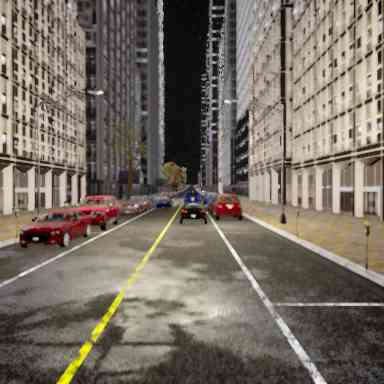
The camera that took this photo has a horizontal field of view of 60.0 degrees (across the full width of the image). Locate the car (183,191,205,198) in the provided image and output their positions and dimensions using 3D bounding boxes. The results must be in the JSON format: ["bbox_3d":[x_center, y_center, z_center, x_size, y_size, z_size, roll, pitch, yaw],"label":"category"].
[{"bbox_3d":[0.089,0.940,41.084,2.150,2.045,5.566,0,1,0],"label":"car"}]

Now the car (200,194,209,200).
[{"bbox_3d":[2.667,1.060,71.358,1.802,1.307,4.206,0,1,0],"label":"car"}]

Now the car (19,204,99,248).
[{"bbox_3d":[-5.697,1.452,14.374,1.887,1.381,4.507,0,0,0],"label":"car"}]

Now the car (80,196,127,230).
[{"bbox_3d":[-5.700,1.183,20.071,2.192,1.841,5.009,0,0,0],"label":"car"}]

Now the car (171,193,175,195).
[{"bbox_3d":[-5.717,0.945,82.753,1.947,1.339,4.313,0,1,0],"label":"car"}]

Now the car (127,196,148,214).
[{"bbox_3d":[-5.703,1.228,31.468,1.967,1.590,4.097,0,0,0],"label":"car"}]

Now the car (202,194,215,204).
[{"bbox_3d":[2.672,1.142,54.431,1.752,1.417,4.829,0,0,0],"label":"car"}]

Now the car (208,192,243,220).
[{"bbox_3d":[2.679,1.143,25.769,2.192,1.841,5.009,0,0,0],"label":"car"}]

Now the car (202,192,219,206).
[{"bbox_3d":[2.673,0.976,48.562,2.192,1.841,5.009,0,0,0],"label":"car"}]

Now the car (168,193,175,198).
[{"bbox_3d":[-5.720,0.859,94.150,1.802,1.307,4.206,0,1,0],"label":"car"}]

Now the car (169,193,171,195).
[{"bbox_3d":[-5.713,0.967,65.659,1.967,1.590,4.097,0,0,0],"label":"car"}]

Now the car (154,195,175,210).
[{"bbox_3d":[-3.108,1.337,38.516,1.895,1.301,4.718,0,0,0],"label":"car"}]

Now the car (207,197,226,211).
[{"bbox_3d":[2.676,1.270,37.337,1.752,1.417,4.829,0,0,0],"label":"car"}]

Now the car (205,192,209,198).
[{"bbox_3d":[2.677,1.103,31.467,2.192,1.841,5.009,0,0,0],"label":"car"}]

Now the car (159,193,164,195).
[{"bbox_3d":[-5.708,1.212,48.564,2.008,1.369,4.403,0,0,0],"label":"car"}]

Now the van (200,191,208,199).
[{"bbox_3d":[2.665,0.770,77.055,1.690,1.788,3.998,0,1,0],"label":"van"}]

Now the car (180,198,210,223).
[{"bbox_3d":[0.093,1.368,23.722,1.812,1.442,4.674,0,0,0],"label":"car"}]

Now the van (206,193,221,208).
[{"bbox_3d":[2.674,1.045,42.863,1.690,1.788,3.998,0,0,0],"label":"van"}]

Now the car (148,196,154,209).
[{"bbox_3d":[-5.704,1.187,37.166,1.967,1.590,4.097,0,0,0],"label":"car"}]

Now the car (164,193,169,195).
[{"bbox_3d":[-5.711,1.099,59.789,1.752,1.417,4.829,0,0,0],"label":"car"}]

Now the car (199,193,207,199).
[{"bbox_3d":[2.664,0.924,82.754,1.887,1.381,4.507,0,1,0],"label":"car"}]

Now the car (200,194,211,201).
[{"bbox_3d":[2.669,1.077,65.661,2.008,1.369,4.403,0,0,0],"label":"car"}]
